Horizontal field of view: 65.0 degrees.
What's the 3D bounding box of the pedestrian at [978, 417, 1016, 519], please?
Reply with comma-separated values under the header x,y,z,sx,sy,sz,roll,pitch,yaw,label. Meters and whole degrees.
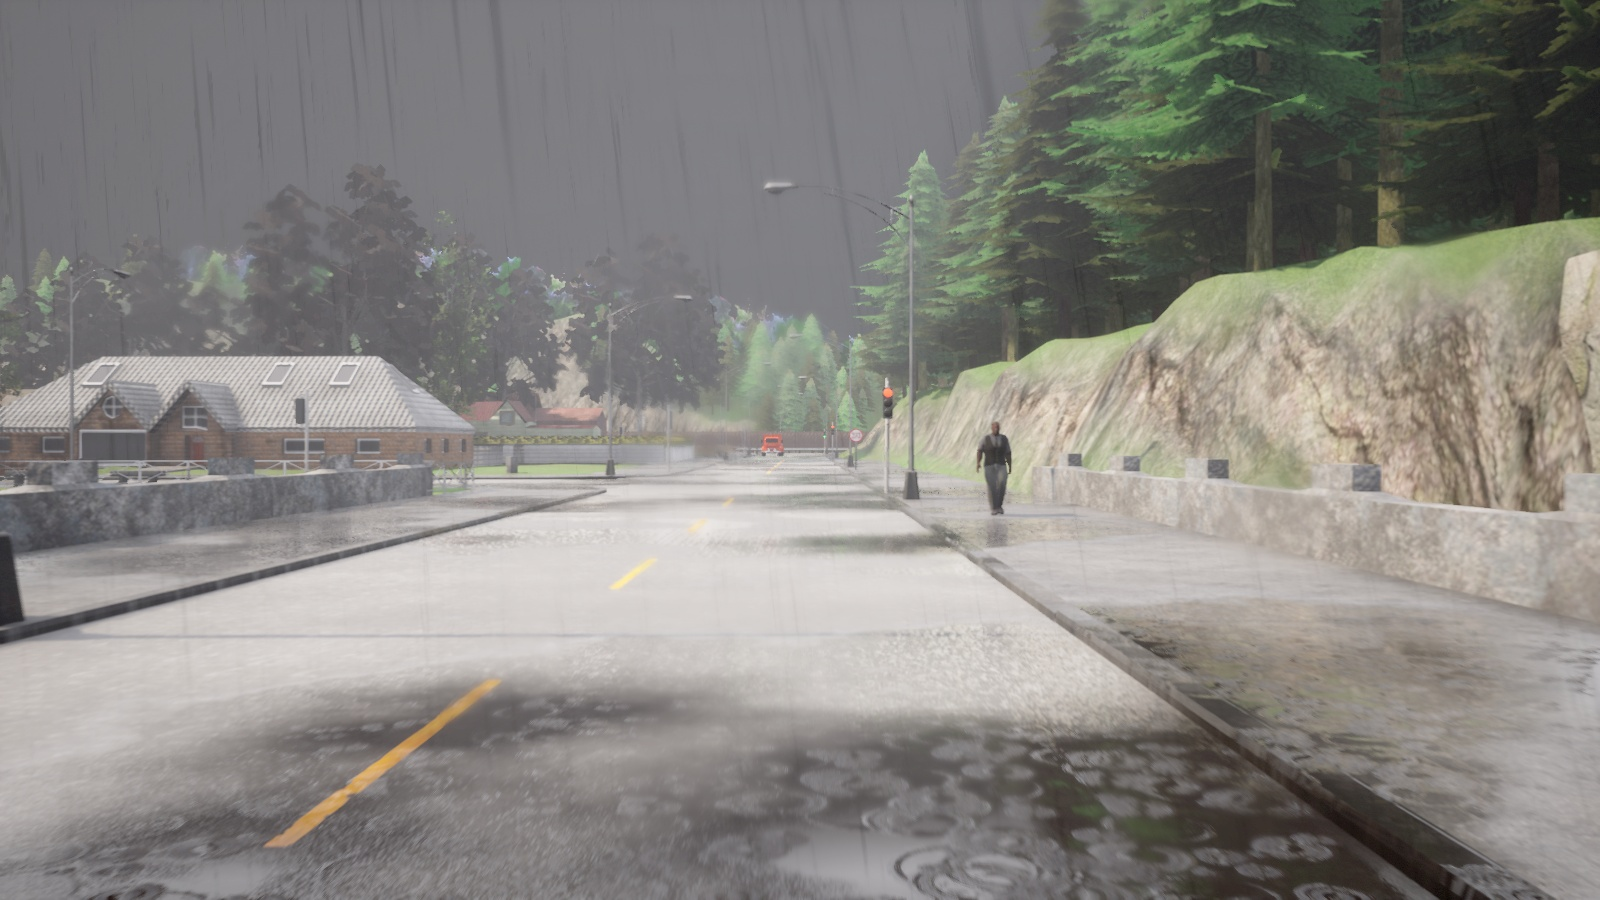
x,y,z,sx,sy,sz,roll,pitch,yaw,label
3.680,0.327,23.500,0.563,1.883,0.849,0,0,0,pedestrian
